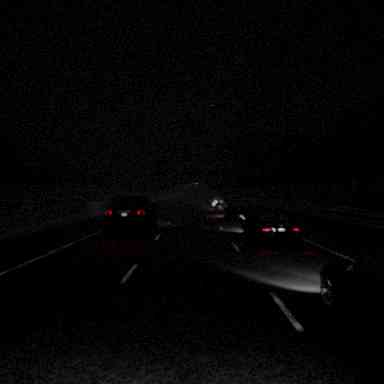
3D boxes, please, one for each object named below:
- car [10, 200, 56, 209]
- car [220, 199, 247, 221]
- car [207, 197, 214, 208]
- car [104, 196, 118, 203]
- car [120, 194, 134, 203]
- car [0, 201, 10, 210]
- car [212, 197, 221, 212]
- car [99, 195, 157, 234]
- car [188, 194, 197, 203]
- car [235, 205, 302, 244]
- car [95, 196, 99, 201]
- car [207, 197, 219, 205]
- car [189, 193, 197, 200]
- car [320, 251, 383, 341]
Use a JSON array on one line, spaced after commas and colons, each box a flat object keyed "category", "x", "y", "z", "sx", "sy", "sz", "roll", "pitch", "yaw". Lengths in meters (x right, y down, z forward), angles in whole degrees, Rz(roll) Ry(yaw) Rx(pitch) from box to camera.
[{"category": "car", "x": -14.009, "y": 1.466, "z": 30.164, "sx": 1.882, "sy": 1.535, "sz": 5.008, "roll": 0, "pitch": 0, "yaw": 0}, {"category": "car", "x": 3.577, "y": 1.492, "z": 26.700, "sx": 1.837, "sy": 1.490, "sz": 4.892, "roll": 0, "pitch": 0, "yaw": 0}, {"category": "car", "x": 3.640, "y": 1.518, "z": 48.704, "sx": 1.812, "sy": 1.442, "sz": 4.674, "roll": 0, "pitch": 0, "yaw": 0}, {"category": "car", "x": -17.296, "y": 1.517, "z": 71.257, "sx": 1.812, "sy": 1.442, "sz": 4.674, "roll": 0, "pitch": 0, "yaw": 0}, {"category": "car", "x": -13.798, "y": 1.354, "z": 70.861, "sx": 2.097, "sy": 1.767, "sz": 4.553, "roll": 0, "pitch": 0, "yaw": 0}, {"category": "car", "x": -17.507, "y": 1.552, "z": 30.620, "sx": 1.994, "sy": 1.385, "sz": 4.181, "roll": 0, "pitch": 0, "yaw": 0}, {"category": "car", "x": 3.609, "y": 1.587, "z": 37.732, "sx": 1.895, "sy": 1.301, "sz": 4.718, "roll": 0, "pitch": 0, "yaw": 0}, {"category": "car", "x": -3.344, "y": 1.211, "z": 19.120, "sx": 2.150, "sy": 2.045, "sz": 5.566, "roll": 0, "pitch": 0, "yaw": 0}, {"category": "car", "x": 0.199, "y": 1.534, "z": 69.333, "sx": 2.128, "sy": 1.511, "sz": 4.902, "roll": 0, "pitch": 0, "yaw": 0}, {"category": "car", "x": 3.546, "y": 1.538, "z": 15.698, "sx": 2.033, "sy": 1.411, "sz": 5.357, "roll": 0, "pitch": 0, "yaw": 0}, {"category": "car", "x": -20.782, "y": 1.476, "z": 76.099, "sx": 1.895, "sy": 1.301, "sz": 4.718, "roll": 0, "pitch": 0, "yaw": 0}, {"category": "car", "x": 3.672, "y": 1.605, "z": 59.737, "sx": 1.895, "sy": 1.301, "sz": 4.718, "roll": 0, "pitch": 0, "yaw": 0}, {"category": "car", "x": 0.246, "y": 1.260, "z": 86.045, "sx": 2.097, "sy": 1.767, "sz": 4.553, "roll": 0, "pitch": 0, "yaw": 0}, {"category": "car", "x": 3.515, "y": 1.500, "z": 4.726, "sx": 2.163, "sy": 1.488, "sz": 4.792, "roll": 0, "pitch": 0, "yaw": 0}]
